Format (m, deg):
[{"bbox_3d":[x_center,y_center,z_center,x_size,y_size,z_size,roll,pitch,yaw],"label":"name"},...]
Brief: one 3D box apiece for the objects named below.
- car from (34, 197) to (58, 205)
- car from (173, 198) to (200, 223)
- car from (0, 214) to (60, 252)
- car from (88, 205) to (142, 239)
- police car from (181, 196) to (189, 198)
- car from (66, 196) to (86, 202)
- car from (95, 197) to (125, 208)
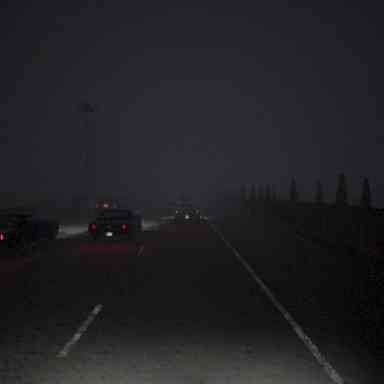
[{"bbox_3d":[-22.192,1.434,50.521,1.895,1.301,4.718,0,0,-1],"label":"car"},{"bbox_3d":[-0.388,1.441,24.625,1.812,1.442,4.674,0,0,-1],"label":"car"},{"bbox_3d":[-7.109,1.556,13.539,1.895,1.301,4.718,0,0,-1],"label":"car"},{"bbox_3d":[-3.687,1.544,16.825,1.895,1.301,4.718,0,0,-1],"label":"car"},{"bbox_3d":[-0.835,1.359,41.574,2.038,1.542,4.974,0,0,-2],"label":"police car"},{"bbox_3d":[-15.034,1.361,43.426,1.837,1.490,4.892,0,0,-1],"label":"car"},{"bbox_3d":[-7.561,1.247,31.104,2.097,1.767,4.553,0,0,-1],"label":"car"}]
